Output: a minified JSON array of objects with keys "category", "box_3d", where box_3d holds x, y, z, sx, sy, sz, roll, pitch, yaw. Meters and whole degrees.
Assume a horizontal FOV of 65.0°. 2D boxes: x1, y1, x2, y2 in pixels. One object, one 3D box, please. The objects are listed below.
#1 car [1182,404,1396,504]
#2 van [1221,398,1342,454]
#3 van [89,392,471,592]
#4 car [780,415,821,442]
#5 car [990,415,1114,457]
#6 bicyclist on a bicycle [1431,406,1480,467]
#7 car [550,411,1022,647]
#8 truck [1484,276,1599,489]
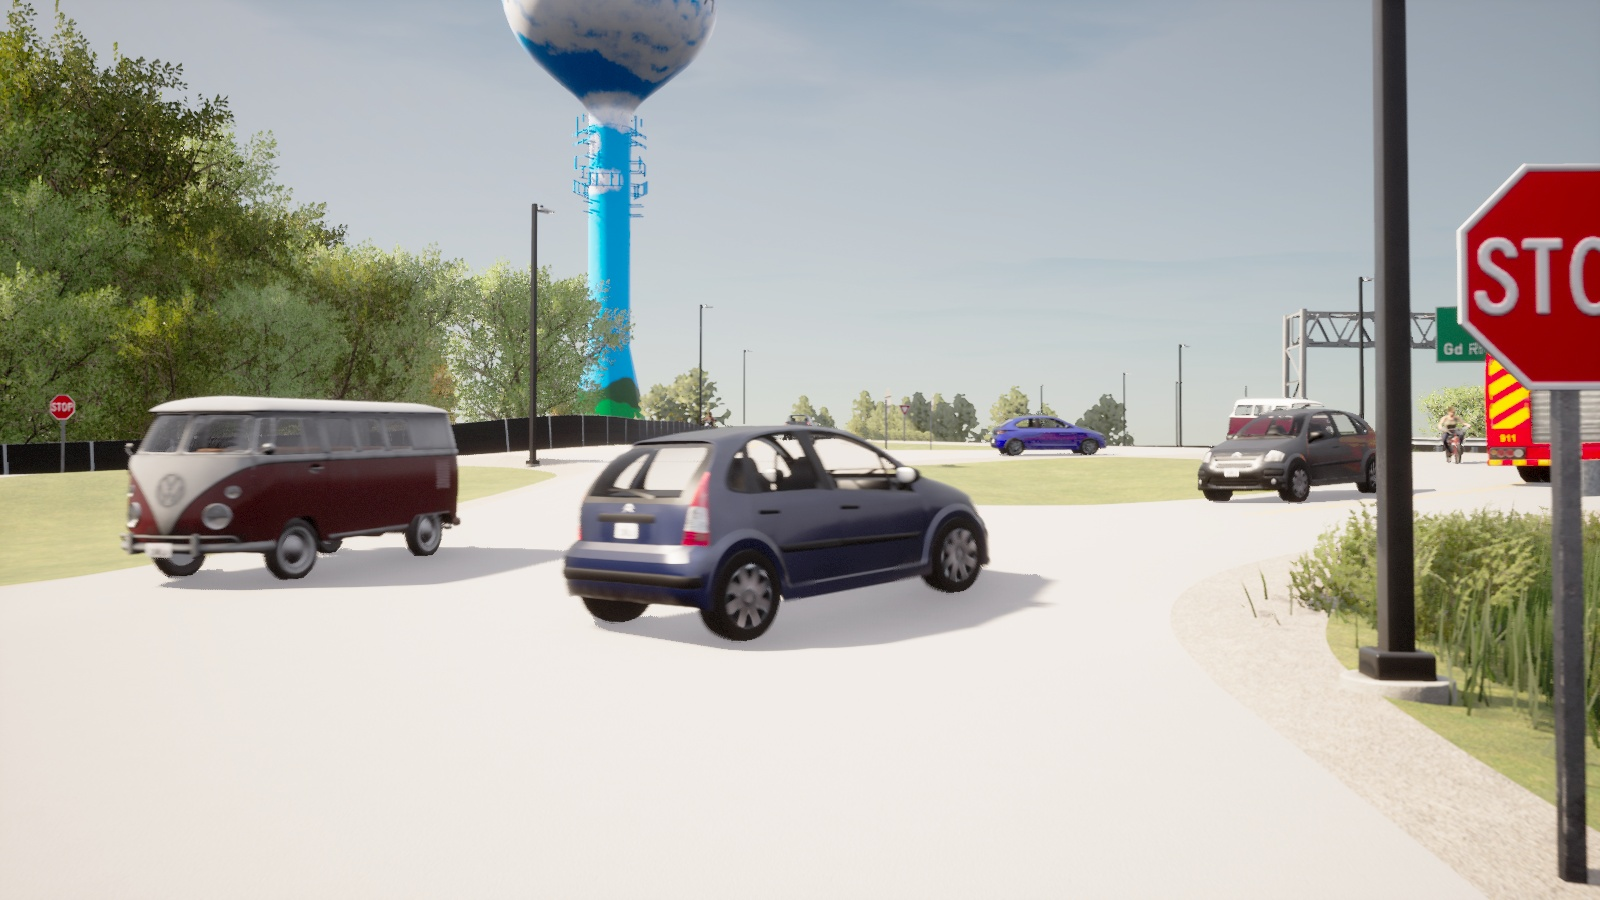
[{"category":"car","box_3d":[8.926,0.046,22.797,3.988,1.617,1.851,-2,0,-39]},{"category":"van","box_3d":[18.451,-0.938,48.366,2.069,2.038,4.480,0,1,-16]},{"category":"van","box_3d":[-5.853,0.377,14.842,1.775,1.987,4.442,0,1,16]},{"category":"car","box_3d":[0.065,-1.227,70.914,1.845,1.501,3.633,0,1,7]},{"category":"car","box_3d":[9.275,-0.527,46.474,4.193,1.474,1.816,0,2,-2]},{"category":"bicyclist on a bicycle","box_3d":[18.186,-0.382,34.883,0.866,1.612,1.509,-2,1,15]},{"category":"car","box_3d":[0.035,0.533,11.061,1.851,1.617,3.988,-1,1,43]},{"category":"truck","box_3d":[17.432,-1.325,25.690,8.468,3.827,2.891,-2,1,-39]}]
